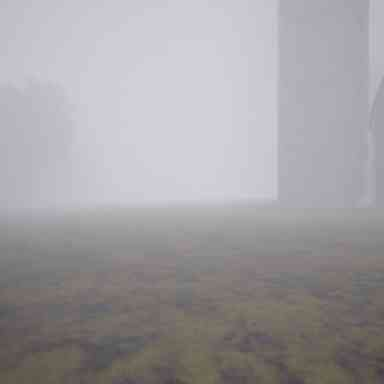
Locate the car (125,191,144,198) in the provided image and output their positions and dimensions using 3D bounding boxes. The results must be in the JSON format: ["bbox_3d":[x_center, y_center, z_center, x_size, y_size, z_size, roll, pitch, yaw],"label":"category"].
[{"bbox_3d":[-11.627,0.579,68.277,2.097,1.767,4.553,0,1,36],"label":"car"}]
